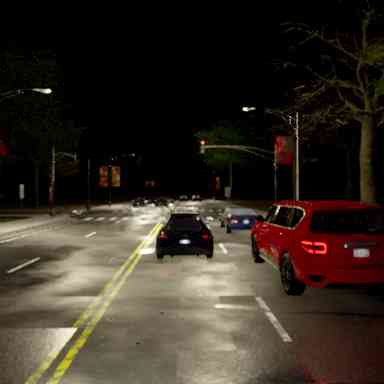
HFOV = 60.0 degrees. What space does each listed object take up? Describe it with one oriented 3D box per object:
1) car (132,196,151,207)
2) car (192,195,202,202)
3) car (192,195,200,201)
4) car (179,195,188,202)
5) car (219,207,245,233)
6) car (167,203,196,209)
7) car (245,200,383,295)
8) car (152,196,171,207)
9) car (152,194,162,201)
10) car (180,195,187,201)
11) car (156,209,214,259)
[{"bbox_3d":[-7.897,1.536,50.820,1.837,1.490,4.892,0,0,-1],"label":"car"},{"bbox_3d":[1.294,1.622,77.267,1.994,1.385,4.181,0,0,-1],"label":"car"},{"bbox_3d":[1.047,1.444,87.263,1.882,1.535,5.008,0,0,-1],"label":"car"},{"bbox_3d":[-1.956,1.665,77.217,1.895,1.301,4.718,0,0,-1],"label":"car"},{"bbox_3d":[2.720,1.556,19.527,2.033,1.411,5.357,0,0,-1],"label":"car"},{"bbox_3d":[-0.499,1.610,21.971,1.895,1.301,4.718,0,0,-2],"label":"car"},{"bbox_3d":[3.083,1.225,8.857,2.150,2.045,5.566,0,0,-1],"label":"car"},{"bbox_3d":[-4.648,1.537,50.924,1.837,1.490,4.892,0,0,-1],"label":"car"},{"bbox_3d":[-8.566,1.330,81.616,2.033,1.411,5.357,0,0,-1],"label":"car"},{"bbox_3d":[-2.202,1.519,87.183,1.994,1.385,4.181,0,0,-1],"label":"car"},{"bbox_3d":[-0.263,1.568,12.645,1.994,1.385,4.181,0,0,-1],"label":"car"}]
